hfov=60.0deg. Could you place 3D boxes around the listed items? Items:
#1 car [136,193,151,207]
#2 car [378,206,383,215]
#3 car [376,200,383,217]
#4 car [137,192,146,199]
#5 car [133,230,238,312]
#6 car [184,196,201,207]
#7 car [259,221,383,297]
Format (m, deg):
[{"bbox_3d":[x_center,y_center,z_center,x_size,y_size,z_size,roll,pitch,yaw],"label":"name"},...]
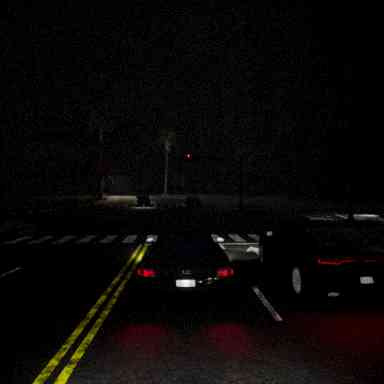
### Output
[{"bbox_3d":[-6.653,1.302,46.129,2.033,1.411,5.357,0,1,-7],"label":"car"},{"bbox_3d":[18.305,1.418,26.938,5.008,1.535,1.882,0,0,12],"label":"car"},{"bbox_3d":[19.252,1.490,30.061,4.181,1.385,1.994,0,0,13],"label":"car"},{"bbox_3d":[-11.916,0.851,77.733,1.837,1.490,4.892,0,1,-11],"label":"car"},{"bbox_3d":[-0.158,1.563,7.812,1.994,1.385,4.181,0,0,-1],"label":"car"},{"bbox_3d":[0.035,1.247,46.615,2.128,1.511,4.902,0,1,-7],"label":"car"},{"bbox_3d":[3.117,1.476,8.613,1.882,1.535,5.008,0,0,-3],"label":"car"}]
